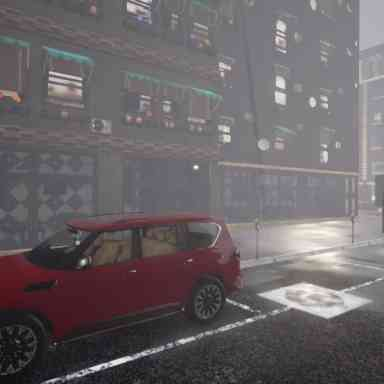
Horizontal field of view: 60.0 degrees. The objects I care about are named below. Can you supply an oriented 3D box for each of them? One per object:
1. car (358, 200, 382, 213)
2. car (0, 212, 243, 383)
[{"bbox_3d":[20.164,1.538,37.360,1.887,1.381,4.507,1,0,-36],"label":"car"},{"bbox_3d":[-1.362,1.316,5.584,5.009,1.841,2.192,0,1,-35],"label":"car"}]
